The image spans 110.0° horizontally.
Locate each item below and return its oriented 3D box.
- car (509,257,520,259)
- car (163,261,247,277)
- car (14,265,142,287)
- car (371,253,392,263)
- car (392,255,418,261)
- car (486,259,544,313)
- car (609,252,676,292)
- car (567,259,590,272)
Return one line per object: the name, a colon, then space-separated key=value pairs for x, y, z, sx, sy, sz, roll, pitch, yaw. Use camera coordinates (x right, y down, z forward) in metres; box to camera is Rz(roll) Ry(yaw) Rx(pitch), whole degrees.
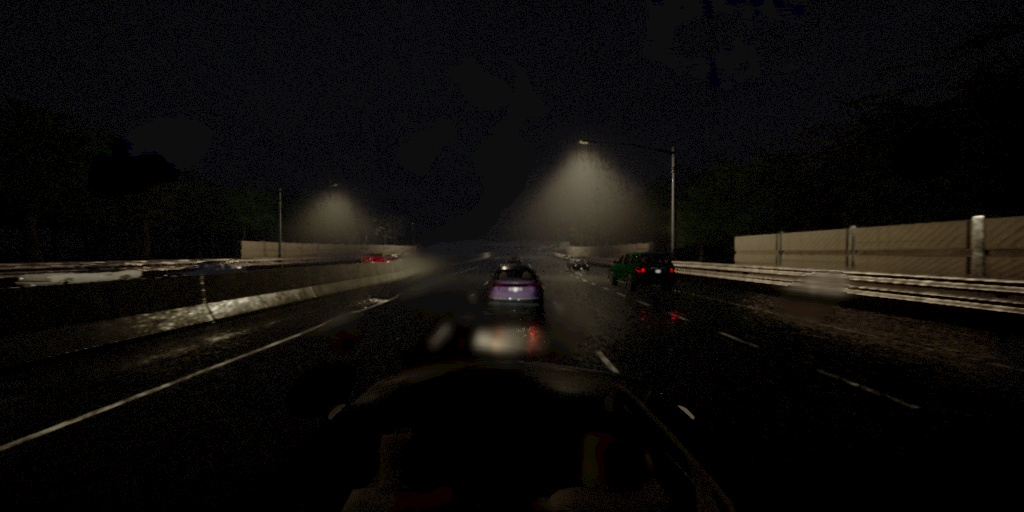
car: x=0.279 y=0.873 z=44.348 sx=1.837 sy=1.490 sz=4.892 roll=0 pitch=0 yaw=1
car: x=-21.041 y=1.090 z=25.000 sx=2.033 sy=1.411 sz=5.357 roll=0 pitch=1 yaw=0
car: x=-24.557 y=1.182 z=20.610 sx=1.895 sy=1.301 sz=4.718 roll=0 pitch=1 yaw=0
car: x=-17.323 y=0.789 z=50.008 sx=1.882 sy=1.535 sz=5.008 roll=0 pitch=1 yaw=1
car: x=-13.857 y=0.685 z=47.855 sx=2.097 sy=1.767 sz=4.553 roll=0 pitch=0 yaw=1
car: x=0.114 y=1.080 z=13.409 sx=2.033 sy=1.649 sz=4.856 roll=0 pitch=0 yaw=0
car: x=7.132 y=0.814 z=20.152 sx=2.150 sy=2.045 sz=5.566 roll=0 pitch=1 yaw=0
car: x=7.243 y=1.016 z=39.490 sx=1.895 sy=1.301 sz=4.718 roll=0 pitch=1 yaw=0
